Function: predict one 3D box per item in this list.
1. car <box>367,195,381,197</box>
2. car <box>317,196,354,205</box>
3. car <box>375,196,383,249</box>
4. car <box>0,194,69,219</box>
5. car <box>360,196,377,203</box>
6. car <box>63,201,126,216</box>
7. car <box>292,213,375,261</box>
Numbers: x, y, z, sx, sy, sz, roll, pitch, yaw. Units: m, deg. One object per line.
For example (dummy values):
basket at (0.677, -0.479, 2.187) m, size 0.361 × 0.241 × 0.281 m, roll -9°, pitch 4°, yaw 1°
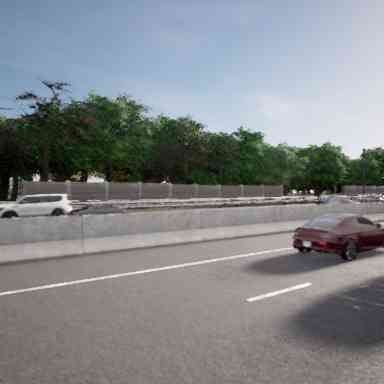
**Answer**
car at (26.508, 1.200, 48.681) m, size 4.892 × 1.490 × 1.837 m, roll -1°, pitch 0°, yaw -35°
car at (16.405, 1.353, 37.199) m, size 4.674 × 1.442 × 1.812 m, roll -1°, pitch 0°, yaw -35°
car at (7.572, 1.183, 9.155) m, size 5.566 × 2.045 × 2.150 m, roll 0°, pitch 0°, yaw -36°
car at (-12.106, 1.201, 25.456) m, size 5.566 × 2.045 × 2.150 m, roll -2°, pitch 1°, yaw -36°
car at (19.601, 1.416, 35.178) m, size 4.718 × 1.301 × 1.895 m, roll -1°, pitch 0°, yaw -35°
car at (-6.998, 1.539, 24.800) m, size 4.181 × 1.385 × 1.994 m, roll 0°, pitch 0°, yaw -36°
car at (5.568, 1.487, 12.025) m, size 4.674 × 1.442 × 1.812 m, roll 0°, pitch 0°, yaw -36°
